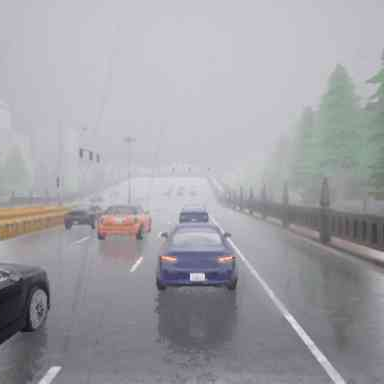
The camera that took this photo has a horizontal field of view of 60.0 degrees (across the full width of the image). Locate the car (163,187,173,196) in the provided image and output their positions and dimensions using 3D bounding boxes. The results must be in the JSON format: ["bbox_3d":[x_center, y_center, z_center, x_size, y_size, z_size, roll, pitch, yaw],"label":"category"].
[{"bbox_3d":[-6.785,0.223,90.650,1.812,1.442,4.674,0,7,0],"label":"car"}]

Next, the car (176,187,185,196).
[{"bbox_3d":[-3.285,0.199,90.623,1.837,1.490,4.892,0,7,0],"label":"car"}]

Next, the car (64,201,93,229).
[{"bbox_3d":[-6.871,1.564,22.073,1.837,1.490,4.892,0,0,0],"label":"car"}]

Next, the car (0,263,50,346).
[{"bbox_3d":[-3.395,1.502,3.928,2.128,1.511,4.902,0,0,0],"label":"car"}]

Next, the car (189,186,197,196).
[{"bbox_3d":[0.215,0.177,90.598,1.882,1.535,5.008,0,7,0],"label":"car"}]

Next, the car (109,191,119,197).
[{"bbox_3d":[-20.798,0.444,88.841,2.033,1.411,5.357,0,5,0],"label":"car"}]

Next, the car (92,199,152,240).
[{"bbox_3d":[-3.375,1.399,17.420,2.097,1.767,4.553,0,0,0],"label":"car"}]

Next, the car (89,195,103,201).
[{"bbox_3d":[-20.897,1.380,72.623,2.097,1.767,4.553,0,2,0],"label":"car"}]

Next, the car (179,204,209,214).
[{"bbox_3d":[0.131,1.538,22.207,1.882,1.535,5.008,0,0,0],"label":"car"}]

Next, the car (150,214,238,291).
[{"bbox_3d":[0.113,1.551,8.973,1.812,1.442,4.674,0,0,0],"label":"car"}]
